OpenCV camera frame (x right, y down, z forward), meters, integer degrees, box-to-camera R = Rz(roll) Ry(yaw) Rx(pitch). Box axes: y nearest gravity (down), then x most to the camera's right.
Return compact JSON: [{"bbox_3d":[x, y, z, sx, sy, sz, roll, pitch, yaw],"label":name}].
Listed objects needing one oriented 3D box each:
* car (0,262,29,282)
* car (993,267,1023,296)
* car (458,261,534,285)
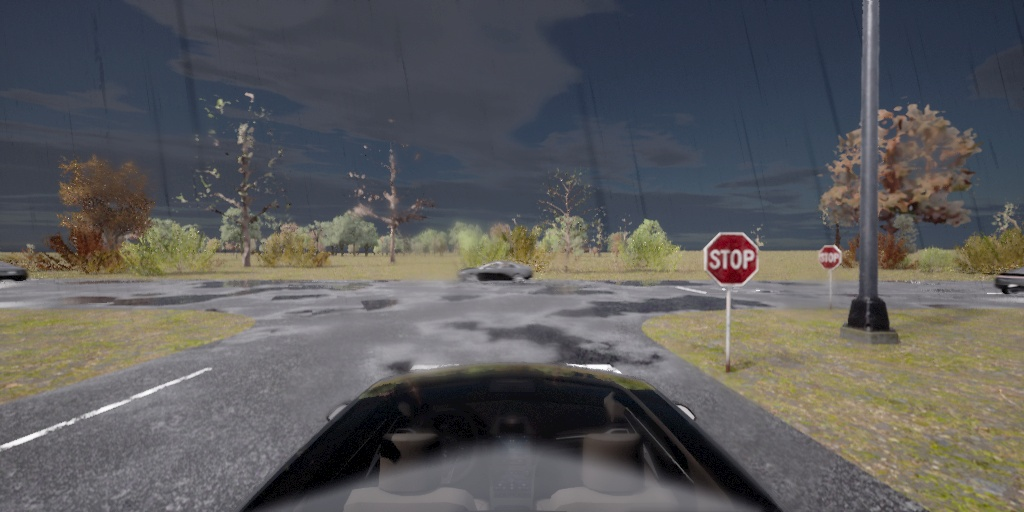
[{"bbox_3d":[-33.179,0.989,22.302,4.181,1.385,1.994,0,1,-2],"label":"car"},{"bbox_3d":[25.997,1.212,16.946,4.902,1.511,2.128,0,1,-2],"label":"car"},{"bbox_3d":[-1.018,1.069,23.208,4.902,1.511,2.128,0,1,-1],"label":"car"}]
